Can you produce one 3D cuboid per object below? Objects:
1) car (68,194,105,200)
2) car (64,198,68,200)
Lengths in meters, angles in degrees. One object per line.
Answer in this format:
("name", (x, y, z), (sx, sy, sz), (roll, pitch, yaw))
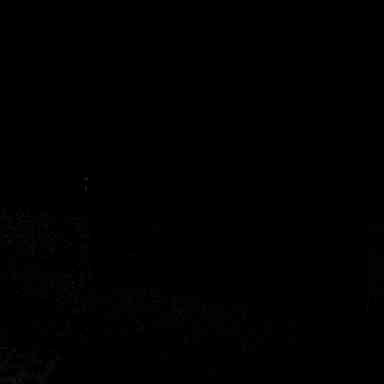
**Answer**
("car", (-12.534, 1.077, 41.316), (2.097, 1.767, 4.553), (0, 0, 31))
("car", (-15.095, 1.231, 43.360), (2.128, 1.511, 4.902), (0, 1, 31))
